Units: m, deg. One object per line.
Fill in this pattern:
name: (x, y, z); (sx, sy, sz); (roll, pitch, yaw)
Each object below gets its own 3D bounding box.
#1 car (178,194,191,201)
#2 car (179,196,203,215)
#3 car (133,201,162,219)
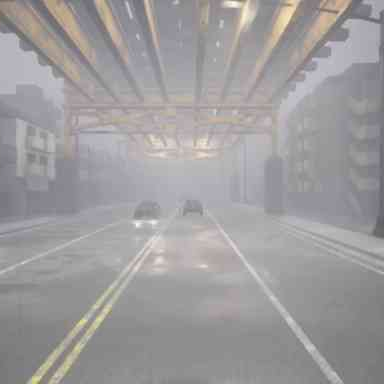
car: (-1.382, 1.113, 68.409); (1.882, 1.535, 5.008); (0, 1, 17)
car: (0.093, 1.414, 32.118); (2.033, 1.411, 5.357); (0, 0, 0)
car: (-3.600, 1.441, 28.007); (2.033, 1.411, 5.357); (0, 0, 0)
